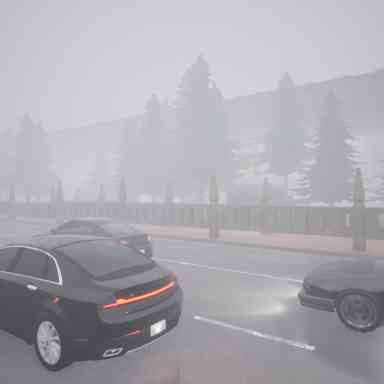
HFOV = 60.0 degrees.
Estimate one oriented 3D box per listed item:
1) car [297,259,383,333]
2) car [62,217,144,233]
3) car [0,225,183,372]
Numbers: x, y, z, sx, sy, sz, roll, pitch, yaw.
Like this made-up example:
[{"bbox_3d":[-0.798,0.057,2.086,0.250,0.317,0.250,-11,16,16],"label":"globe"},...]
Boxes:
[{"bbox_3d":[4.510,1.547,5.075,5.357,1.411,2.033,0,0,35],"label":"car"},{"bbox_3d":[-3.305,1.526,10.637,4.674,1.442,1.812,0,0,35],"label":"car"},{"bbox_3d":[-2.411,1.505,5.707,4.892,1.490,1.837,0,0,35],"label":"car"}]
